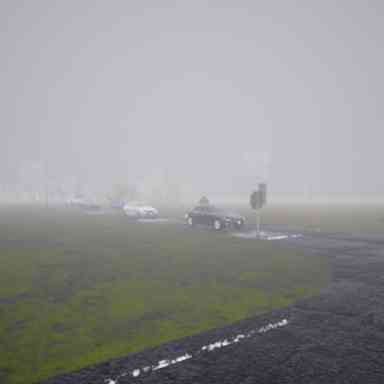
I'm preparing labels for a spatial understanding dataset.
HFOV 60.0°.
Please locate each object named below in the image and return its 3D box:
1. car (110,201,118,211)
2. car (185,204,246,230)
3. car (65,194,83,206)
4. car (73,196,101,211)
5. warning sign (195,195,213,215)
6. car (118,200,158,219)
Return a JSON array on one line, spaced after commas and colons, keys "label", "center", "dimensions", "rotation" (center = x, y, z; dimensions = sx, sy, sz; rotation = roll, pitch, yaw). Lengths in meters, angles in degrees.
[{"label": "car", "center": [-8.453, 1.679, 41.116], "dimensions": [1.812, 1.442, 4.674], "rotation": [0, 0, -35]}, {"label": "car", "center": [1.417, 1.588, 21.846], "dimensions": [1.837, 1.490, 4.892], "rotation": [0, 0, -35]}, {"label": "car", "center": [-20.529, 1.440, 58.384], "dimensions": [2.150, 2.045, 5.566], "rotation": [0, -2, -35]}, {"label": "car", "center": [-13.390, 1.638, 43.077], "dimensions": [1.882, 1.535, 5.008], "rotation": [0, 0, -35]}, {"label": "warning sign", "center": [1.126, 1.234, 31.519], "dimensions": [1.300, 1.860, 1.060], "rotation": [0, 0, -35]}, {"label": "car", "center": [-4.895, 1.641, 30.876], "dimensions": [1.812, 1.442, 4.674], "rotation": [0, 0, -35]}]
